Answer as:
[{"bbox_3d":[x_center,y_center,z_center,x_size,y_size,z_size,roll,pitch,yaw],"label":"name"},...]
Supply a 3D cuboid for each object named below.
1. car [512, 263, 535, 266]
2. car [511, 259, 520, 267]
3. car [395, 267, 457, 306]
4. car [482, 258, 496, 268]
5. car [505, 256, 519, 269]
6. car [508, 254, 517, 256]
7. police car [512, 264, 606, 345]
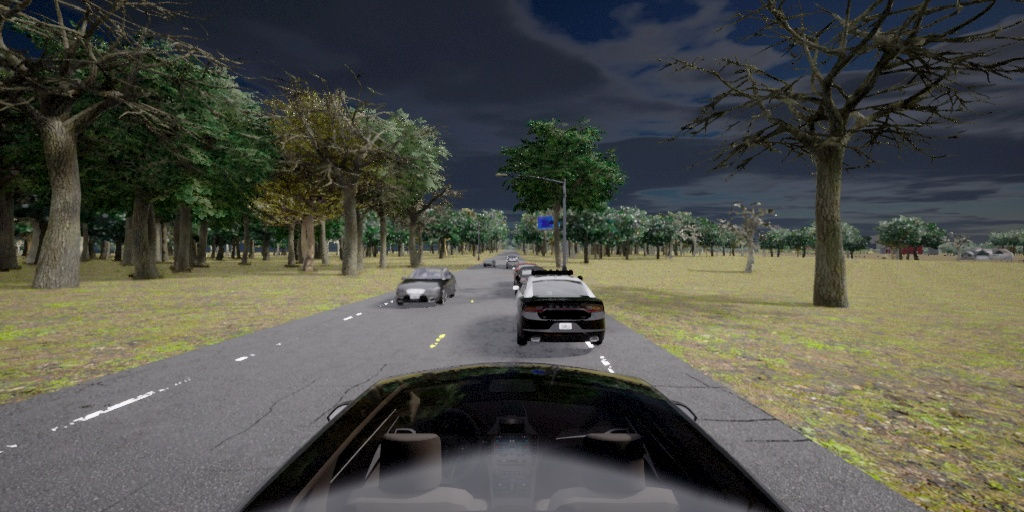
[{"bbox_3d":[1.061,1.274,19.525,1.812,1.442,4.674,0,0,0],"label":"car"},{"bbox_3d":[1.065,1.221,25.524,1.882,1.535,5.008,0,0,0],"label":"car"},{"bbox_3d":[-3.590,1.239,15.723,2.128,1.511,4.902,0,0,0],"label":"car"},{"bbox_3d":[-3.464,1.100,55.159,1.837,1.490,4.892,0,0,0],"label":"car"},{"bbox_3d":[0.100,1.104,52.431,2.128,1.511,4.902,0,0,0],"label":"car"},{"bbox_3d":[0.042,0.720,65.064,2.150,2.045,5.566,0,1,0],"label":"car"},{"bbox_3d":[1.054,1.174,9.635,1.930,1.638,5.238,0,0,0],"label":"police car"}]
